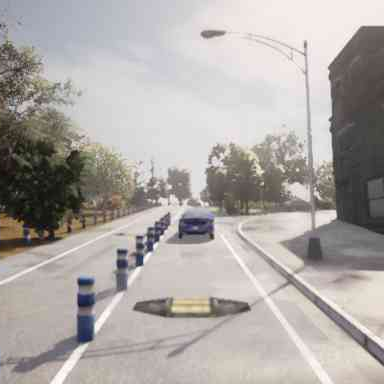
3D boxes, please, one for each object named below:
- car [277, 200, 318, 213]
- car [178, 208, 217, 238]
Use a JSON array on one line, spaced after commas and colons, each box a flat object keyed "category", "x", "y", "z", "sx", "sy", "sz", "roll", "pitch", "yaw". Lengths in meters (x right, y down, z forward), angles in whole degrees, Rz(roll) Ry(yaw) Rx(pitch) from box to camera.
[{"category": "car", "x": 11.610, "y": 1.675, "z": 36.478, "sx": 4.892, "sy": 1.490, "sz": 1.837, "roll": 0, "pitch": -8, "yaw": -28}, {"category": "car", "x": 0.359, "y": 1.639, "z": 18.906, "sx": 1.882, "sy": 1.535, "sz": 5.008, "roll": 0, "pitch": 0, "yaw": 4}]
